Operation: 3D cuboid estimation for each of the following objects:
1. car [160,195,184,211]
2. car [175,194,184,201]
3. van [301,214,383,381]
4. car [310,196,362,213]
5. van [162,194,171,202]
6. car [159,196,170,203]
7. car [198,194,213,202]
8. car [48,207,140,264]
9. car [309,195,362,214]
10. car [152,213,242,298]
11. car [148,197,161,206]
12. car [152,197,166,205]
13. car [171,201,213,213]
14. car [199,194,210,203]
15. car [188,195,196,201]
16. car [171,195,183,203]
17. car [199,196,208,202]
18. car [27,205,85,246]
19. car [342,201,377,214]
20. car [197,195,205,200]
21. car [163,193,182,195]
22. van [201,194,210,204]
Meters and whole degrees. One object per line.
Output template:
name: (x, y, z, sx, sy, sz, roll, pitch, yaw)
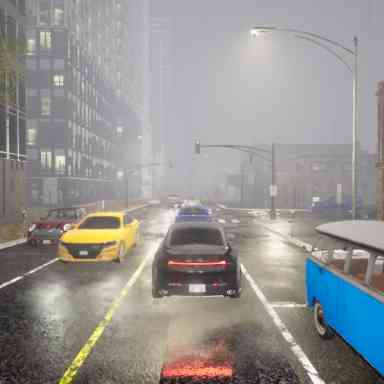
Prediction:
car: (-2.326, 1.481, 41.533, 2.128, 1.511, 4.902, 0, 0, -12)
car: (-3.097, 1.318, 83.407, 2.097, 1.767, 4.553, 0, 0, 0)
van: (2.669, 1.340, 3.986, 1.690, 1.788, 3.998, -1, 0, 0)
car: (16.481, 1.411, 38.334, 5.009, 1.841, 2.192, 1, 0, 1)
van: (-5.760, 1.324, 75.584, 1.690, 1.788, 3.998, -1, 0, 0)
car: (-5.750, 1.550, 69.940, 1.947, 1.339, 4.313, -1, 0, 0)
car: (2.608, 1.426, 58.607, 1.967, 1.590, 4.097, -1, 0, 0)
car: (-3.116, 1.474, 12.059, 1.882, 1.535, 5.008, 0, 0, 0)
car: (15.507, 1.349, 35.749, 5.566, 2.045, 2.150, 1, 1, 1)
car: (0.088, 1.502, 8.468, 1.837, 1.490, 4.892, 0, 0, 0)
car: (-5.902, 1.512, 52.838, 1.752, 1.417, 4.829, -1, 0, 0)
car: (-5.737, 1.552, 58.651, 1.947, 1.339, 4.313, -1, 0, 0)
car: (0.070, 1.472, 17.956, 1.882, 1.535, 5.008, 0, 0, 0)
car: (2.593, 1.299, 69.895, 2.192, 1.841, 5.009, -1, 0, 0)
car: (-0.093, 1.481, 79.533, 1.837, 1.490, 4.892, 0, 0, 0)
car: (-3.081, 1.486, 69.365, 2.128, 1.511, 4.902, 0, 0, 0)
car: (2.591, 1.565, 75.539, 1.802, 1.307, 4.206, -1, 0, 0)
car: (-5.722, 1.436, 15.060, 1.967, 1.590, 4.097, -1, 0, 0)
car: (16.382, 1.793, 29.957, 4.313, 1.339, 1.947, 1, 0, 1)
car: (2.571, 1.532, 92.471, 2.008, 1.369, 4.403, -1, 0, 0)
car: (-3.157, 1.204, 56.574, 2.150, 2.045, 5.566, 0, 0, 0)
van: (2.600, 1.326, 64.251, 1.690, 1.788, 3.998, -1, 0, 0)
